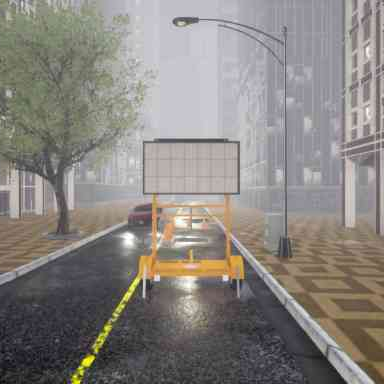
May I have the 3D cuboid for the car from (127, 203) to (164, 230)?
[{"bbox_3d":[-2.899,1.482,21.520,1.882,1.535,5.008,0,0,0],"label":"car"}]

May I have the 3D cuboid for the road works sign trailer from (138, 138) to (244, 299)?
[{"bbox_3d":[-0.019,0.464,8.414,2.380,3.560,2.880,0,0,0],"label":"road works sign trailer"}]

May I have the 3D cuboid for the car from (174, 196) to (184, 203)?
[{"bbox_3d":[-2.863,1.633,73.885,1.812,1.442,4.674,0,0,0],"label":"car"}]
